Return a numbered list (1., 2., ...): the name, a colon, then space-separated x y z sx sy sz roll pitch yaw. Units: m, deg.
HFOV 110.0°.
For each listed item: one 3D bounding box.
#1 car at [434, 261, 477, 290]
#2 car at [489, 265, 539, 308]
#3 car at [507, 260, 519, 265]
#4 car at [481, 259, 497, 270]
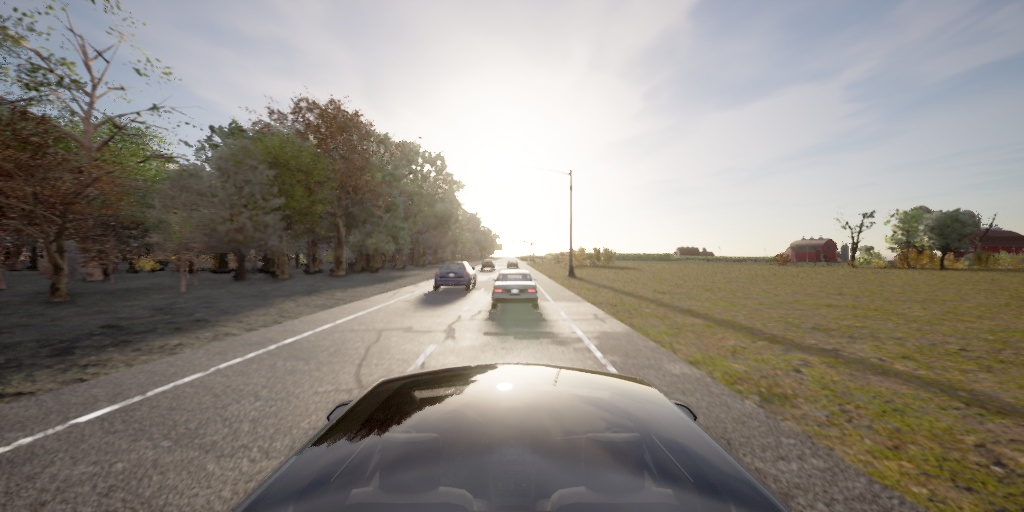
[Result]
1. car: -3.393 1.095 22.262 2.097 1.767 4.553 0 0 0
2. car: 0.105 1.293 15.174 2.033 1.411 5.357 0 0 0
3. car: 0.115 1.314 59.526 1.895 1.301 4.718 0 0 0
4. car: -3.387 1.224 52.167 1.837 1.490 4.892 0 0 0
